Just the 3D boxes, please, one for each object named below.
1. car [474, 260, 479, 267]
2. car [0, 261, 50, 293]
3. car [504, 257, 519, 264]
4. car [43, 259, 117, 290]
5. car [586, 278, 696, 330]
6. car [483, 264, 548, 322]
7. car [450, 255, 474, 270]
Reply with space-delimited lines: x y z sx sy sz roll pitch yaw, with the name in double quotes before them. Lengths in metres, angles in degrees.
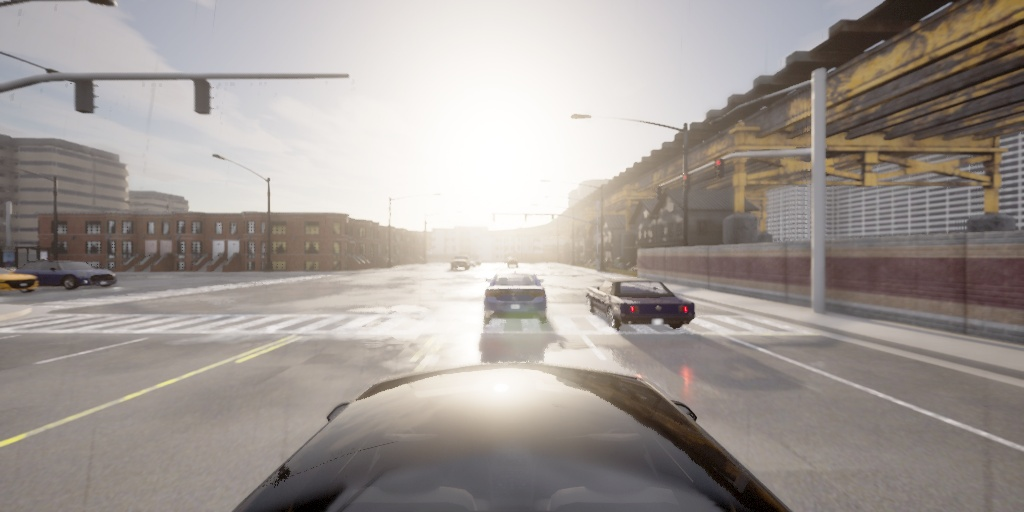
"car" -7.017 1.156 59.390 1.812 1.442 4.674 0 0 0
"car" -27.415 1.194 18.271 5.008 1.535 1.882 0 0 -1
"car" 0.118 1.113 63.764 2.128 1.511 4.902 0 0 0
"car" -27.034 1.061 21.776 4.553 1.767 2.097 0 0 0
"car" 3.596 1.332 11.065 1.895 1.301 4.718 0 0 0
"car" 0.097 1.206 12.142 1.882 1.535 5.008 0 0 0
"car" -7.076 0.872 49.718 2.150 2.045 5.566 0 0 0
